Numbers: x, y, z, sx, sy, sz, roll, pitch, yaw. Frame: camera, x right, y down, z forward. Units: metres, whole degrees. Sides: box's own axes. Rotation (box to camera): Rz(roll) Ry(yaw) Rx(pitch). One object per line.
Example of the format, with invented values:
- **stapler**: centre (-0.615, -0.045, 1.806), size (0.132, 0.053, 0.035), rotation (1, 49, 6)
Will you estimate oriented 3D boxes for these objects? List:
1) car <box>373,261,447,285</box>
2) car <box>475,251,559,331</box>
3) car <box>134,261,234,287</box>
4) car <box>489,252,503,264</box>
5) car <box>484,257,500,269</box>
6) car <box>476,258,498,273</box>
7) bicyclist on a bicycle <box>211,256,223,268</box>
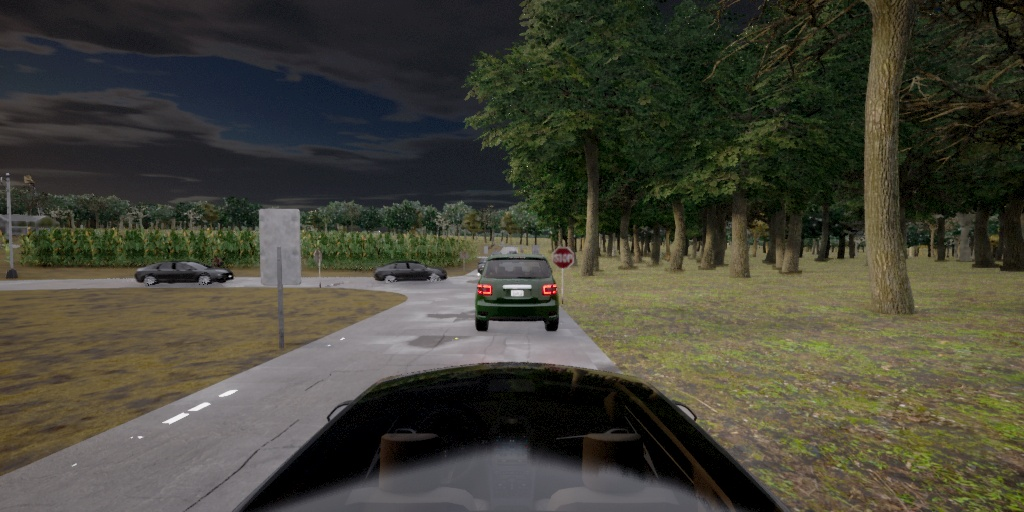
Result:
- **car**: centre (-7.012, 1.110, 24.852), size (4.892, 1.490, 1.837), rotation (-1, 3, -19)
- **car**: centre (0.125, 0.960, 11.066), size (2.150, 2.045, 5.566), rotation (0, 0, 0)
- **car**: centre (-20.534, 1.075, 22.632), size (4.892, 1.490, 1.837), rotation (0, 2, -11)
- **car**: centre (-2.672, 0.300, 60.900), size (2.150, 2.045, 5.566), rotation (0, 1, 0)
- **car**: centre (-2.715, 0.873, 49.409), size (1.812, 1.442, 4.674), rotation (0, 1, 0)
- **car**: centre (-2.745, 1.013, 39.979), size (2.128, 1.511, 4.902), rotation (0, 1, 0)
- **bicyclist on a bicycle**: centre (-23.378, 0.821, 28.449), size (0.582, 1.620, 1.656), rotation (0, 1, -11)
